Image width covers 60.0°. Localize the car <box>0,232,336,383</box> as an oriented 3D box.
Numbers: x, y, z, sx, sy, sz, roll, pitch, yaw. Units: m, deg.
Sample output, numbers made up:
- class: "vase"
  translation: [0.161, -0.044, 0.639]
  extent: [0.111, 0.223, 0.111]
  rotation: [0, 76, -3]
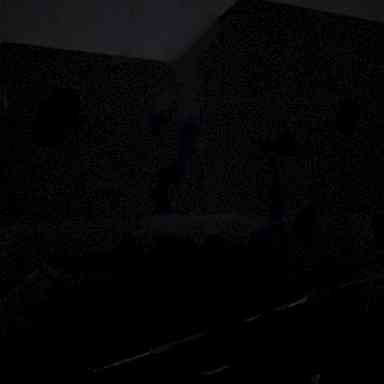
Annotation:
- class: "car"
  translation: [-0.832, 1.341, 2.899]
  extent: [4.553, 1.767, 2.097]
  rotation: [0, 0, -34]
